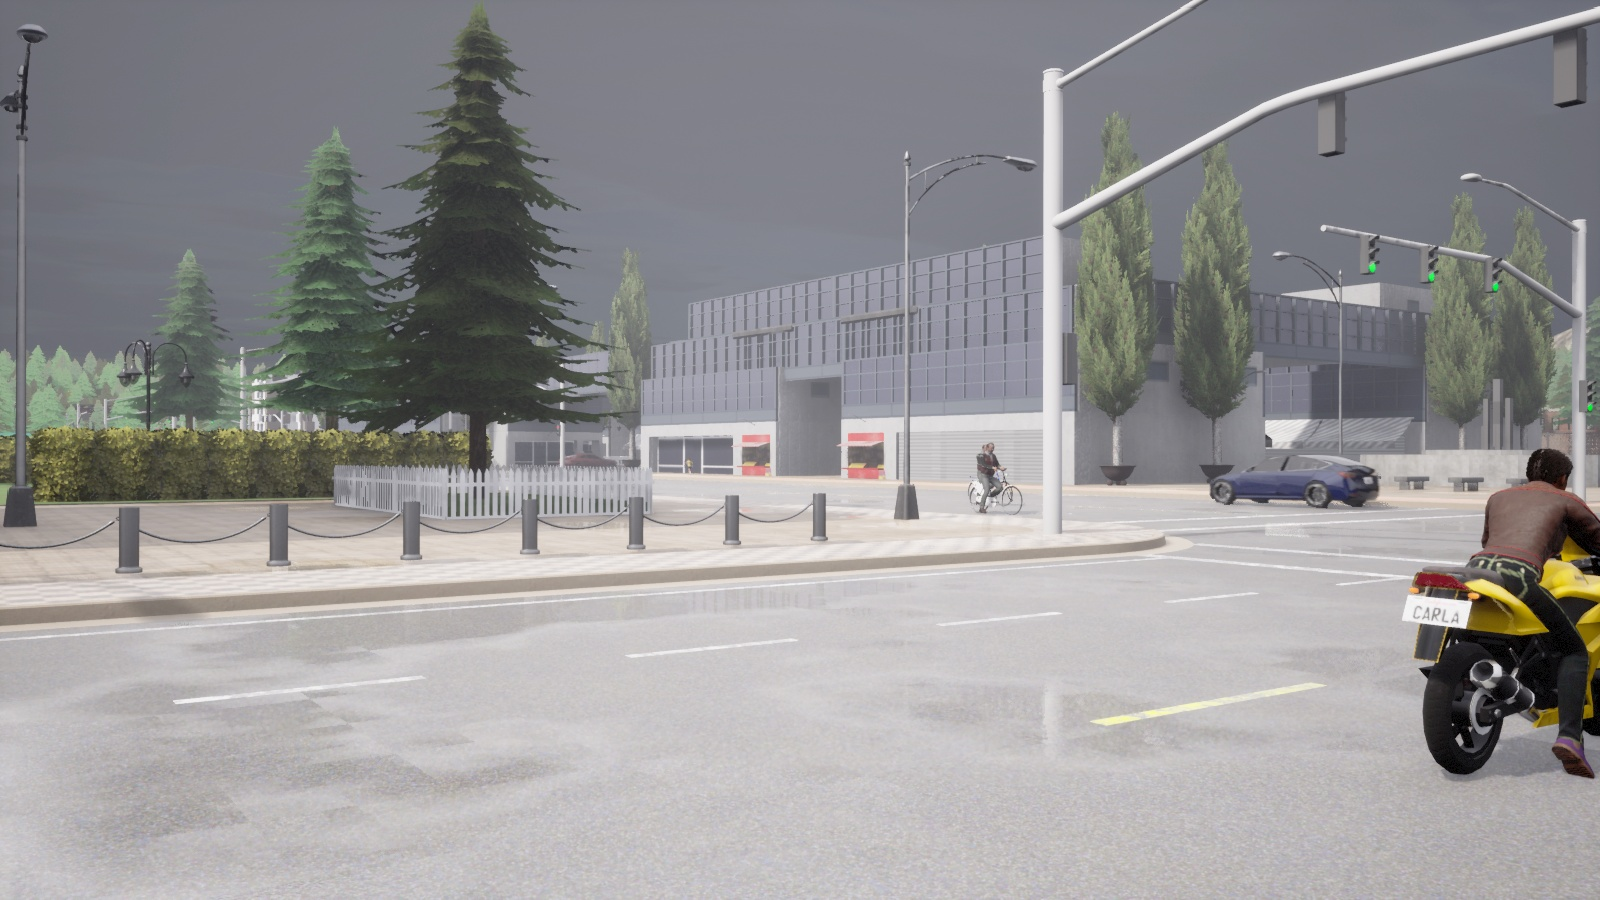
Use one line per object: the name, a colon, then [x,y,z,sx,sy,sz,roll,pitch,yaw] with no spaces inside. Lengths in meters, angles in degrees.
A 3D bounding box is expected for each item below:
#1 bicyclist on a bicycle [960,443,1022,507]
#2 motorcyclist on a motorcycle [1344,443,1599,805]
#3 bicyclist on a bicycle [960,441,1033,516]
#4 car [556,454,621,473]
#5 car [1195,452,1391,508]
bicyclist on a bicycle: [5.441,0.692,35.879,0.659,1.776,1.843,0,0,-35]
motorcyclist on a motorcycle: [3.643,0.734,6.198,2.044,1.523,0.797,0,0,-35]
bicyclist on a bicycle: [4.793,0.680,30.691,0.659,1.776,1.843,0,0,-35]
car: [-16.387,1.044,97.565,4.674,1.442,1.812,0,0,-36]
car: [13.979,0.803,35.875,2.163,1.488,4.792,0,0,-35]
